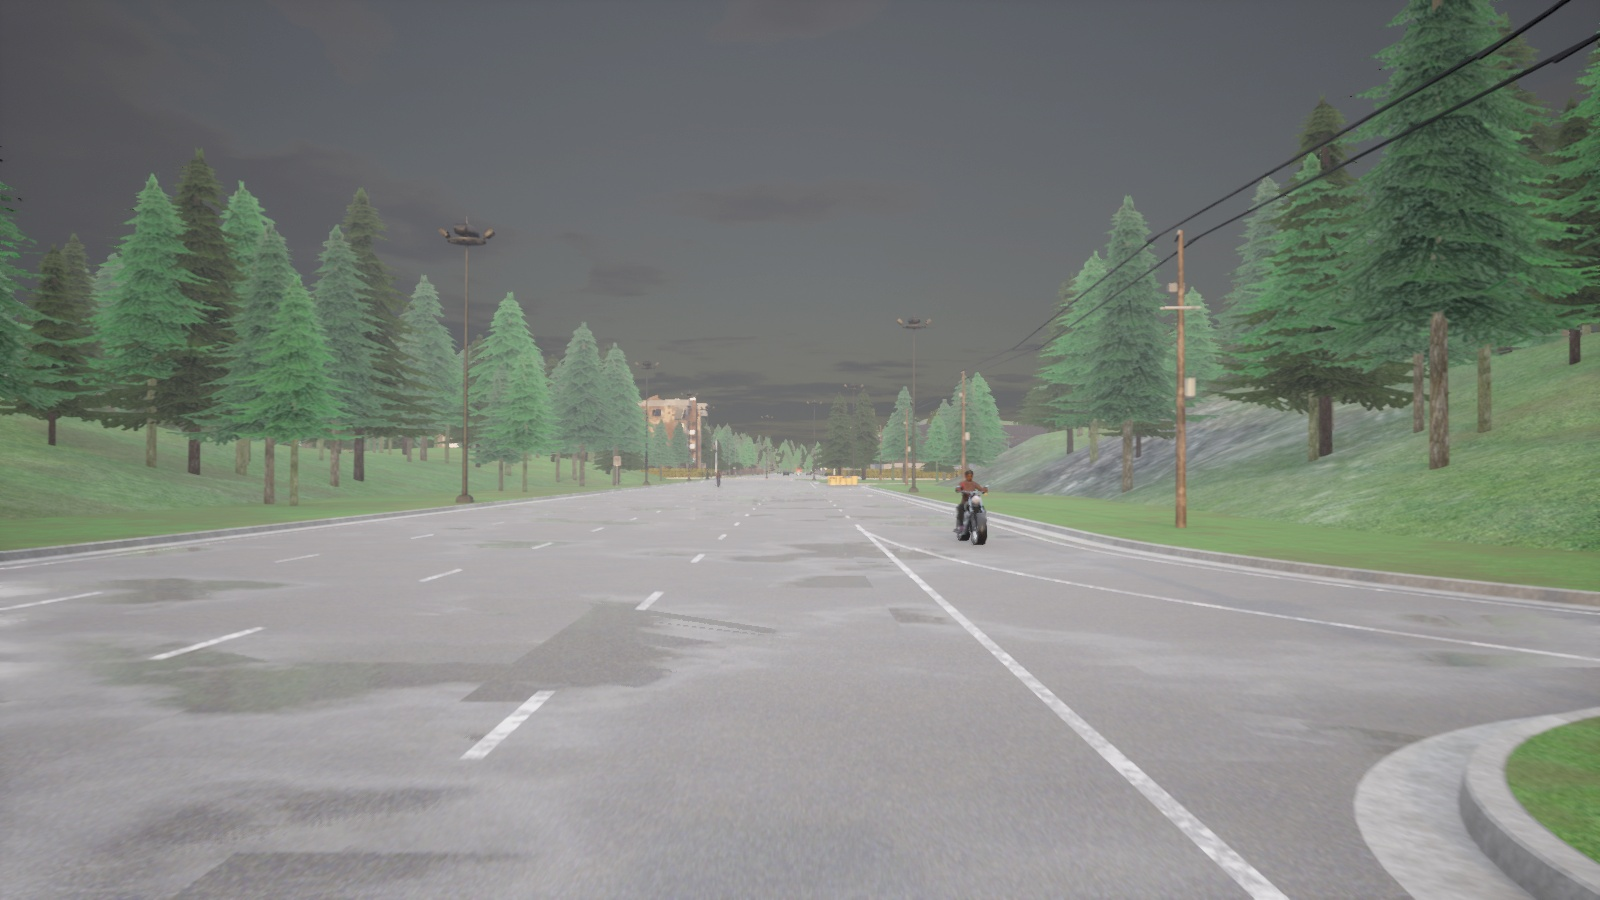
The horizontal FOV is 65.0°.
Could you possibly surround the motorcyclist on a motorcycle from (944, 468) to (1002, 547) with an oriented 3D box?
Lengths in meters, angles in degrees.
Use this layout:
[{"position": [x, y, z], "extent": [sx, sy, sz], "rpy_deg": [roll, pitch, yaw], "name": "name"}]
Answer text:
[{"position": [3.734, 1.207, 27.291], "extent": [0.766, 1.649, 2.350], "rpy_deg": [0, -1, -4], "name": "motorcyclist on a motorcycle"}]
